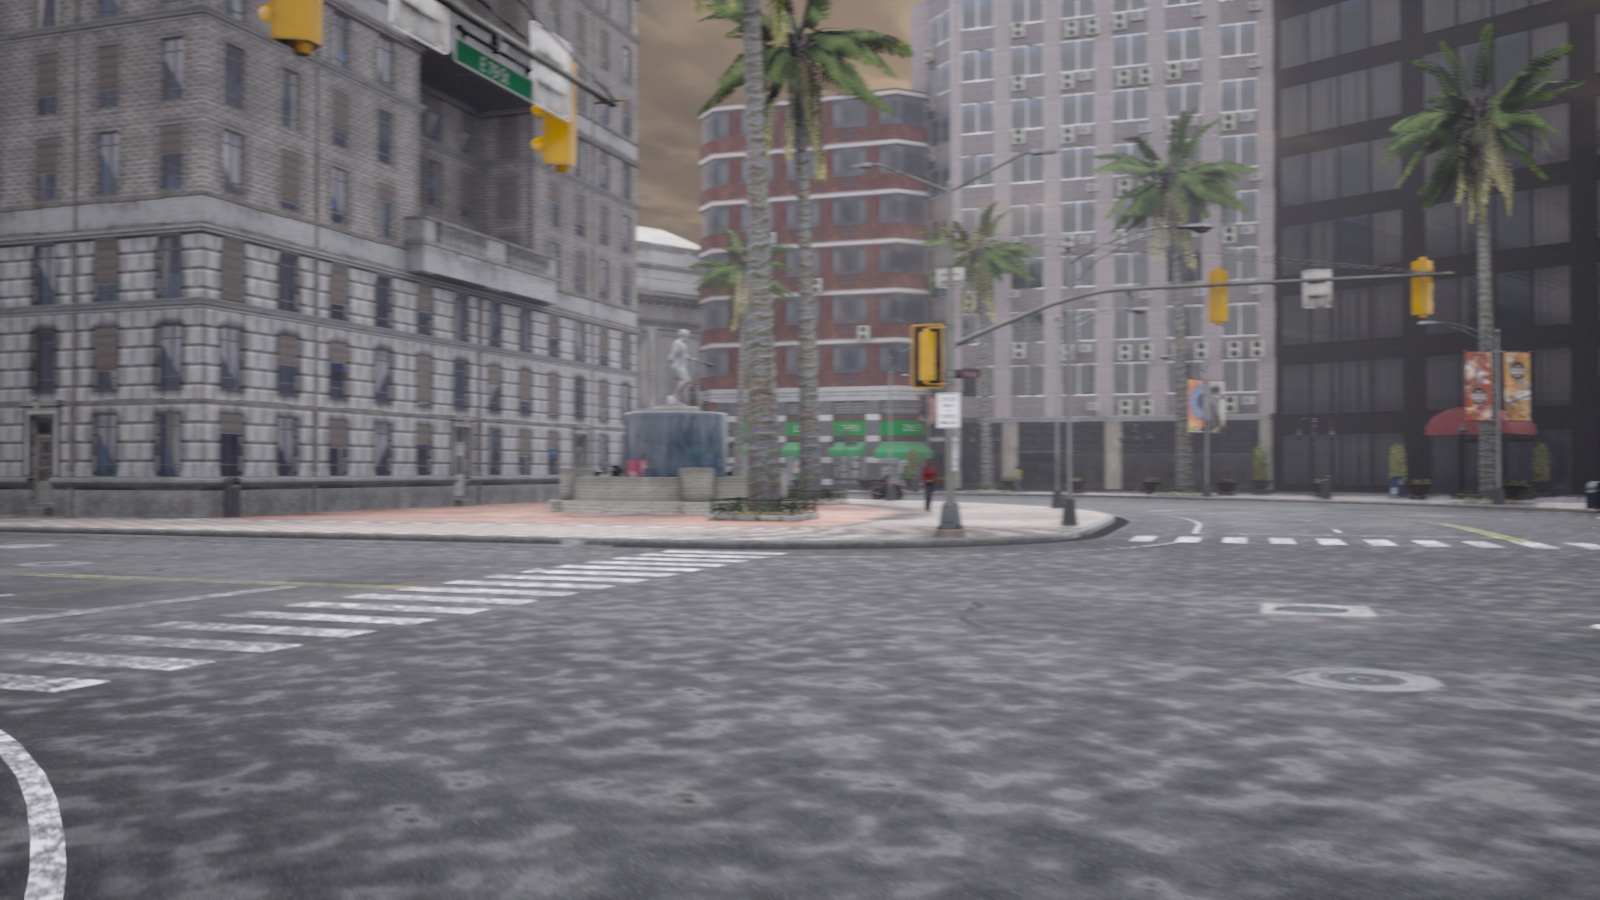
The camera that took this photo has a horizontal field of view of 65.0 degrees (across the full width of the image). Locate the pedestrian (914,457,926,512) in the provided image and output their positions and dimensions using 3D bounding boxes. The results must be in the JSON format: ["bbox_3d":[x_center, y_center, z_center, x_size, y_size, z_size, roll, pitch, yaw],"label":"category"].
[{"bbox_3d":[4.073,1.161,42.650,0.331,1.846,0.636,-1,-1,10],"label":"pedestrian"}]

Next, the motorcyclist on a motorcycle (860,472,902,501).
[{"bbox_3d":[4.356,1.964,67.867,2.191,1.530,0.866,-1,-1,44],"label":"motorcyclist on a motorcycle"}]
